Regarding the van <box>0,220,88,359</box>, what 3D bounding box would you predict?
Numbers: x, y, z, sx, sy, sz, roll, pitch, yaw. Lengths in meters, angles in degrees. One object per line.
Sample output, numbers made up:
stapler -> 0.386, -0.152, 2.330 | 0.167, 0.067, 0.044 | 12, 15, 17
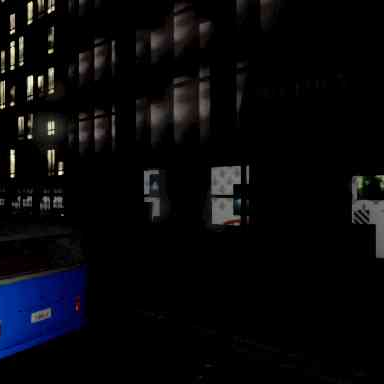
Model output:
van -> -3.431, 1.341, 5.331 | 3.998, 1.788, 1.690 | 0, 0, 36
